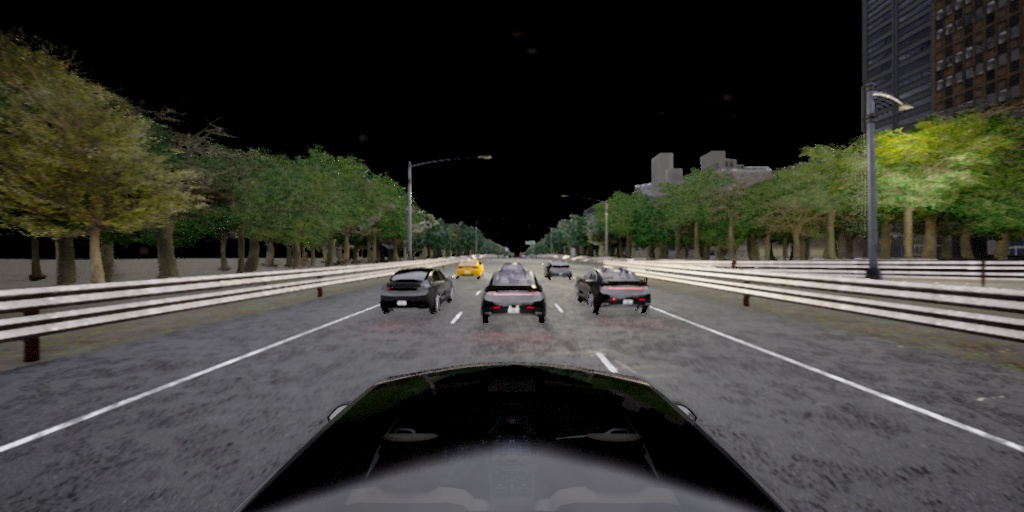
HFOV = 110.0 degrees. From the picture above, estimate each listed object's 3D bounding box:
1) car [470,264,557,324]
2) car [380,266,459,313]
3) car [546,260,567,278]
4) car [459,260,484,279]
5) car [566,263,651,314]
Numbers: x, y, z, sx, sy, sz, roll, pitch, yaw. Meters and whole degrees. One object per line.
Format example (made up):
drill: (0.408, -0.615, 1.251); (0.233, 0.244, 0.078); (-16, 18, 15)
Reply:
car: (0.061, 1.191, 11.696); (2.128, 1.511, 4.902); (0, 0, 0)
car: (-3.426, 1.198, 13.629); (1.837, 1.490, 4.892); (0, 1, 0)
car: (3.577, 1.083, 28.510); (2.128, 1.511, 4.902); (0, 1, 0)
car: (-3.413, 1.055, 30.009); (1.882, 1.535, 5.008); (0, 1, 0)
car: (3.572, 1.184, 13.422); (2.128, 1.511, 4.902); (0, 0, 0)
